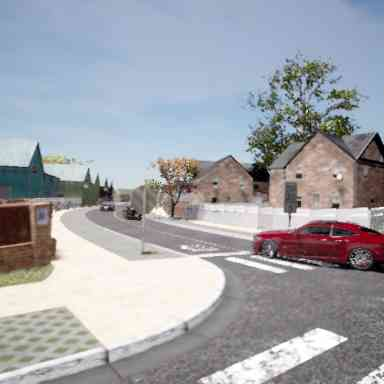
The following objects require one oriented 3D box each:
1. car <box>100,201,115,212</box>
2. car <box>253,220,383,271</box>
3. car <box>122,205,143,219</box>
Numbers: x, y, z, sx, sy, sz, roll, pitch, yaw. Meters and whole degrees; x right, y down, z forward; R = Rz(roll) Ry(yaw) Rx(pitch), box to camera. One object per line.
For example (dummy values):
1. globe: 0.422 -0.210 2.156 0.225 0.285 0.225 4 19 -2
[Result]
1. car: -12.696 2.120 50.392 2.128 1.511 4.902 3 -1 -8
2. car: 4.425 1.697 11.419 4.674 1.442 1.812 1 0 31
3. car: -6.202 2.083 34.980 1.837 1.490 4.892 2 -2 -18
